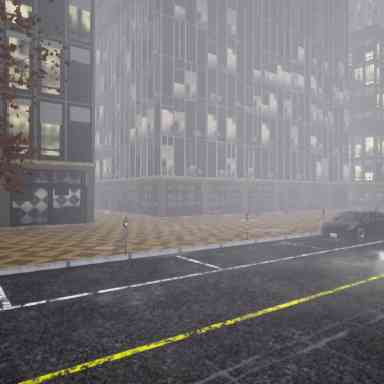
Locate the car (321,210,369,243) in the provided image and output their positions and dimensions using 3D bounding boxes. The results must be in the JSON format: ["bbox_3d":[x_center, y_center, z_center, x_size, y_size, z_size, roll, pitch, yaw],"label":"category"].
[{"bbox_3d":[8.140,1.563,16.226,4.313,1.339,1.947,0,0,-36],"label":"car"}]

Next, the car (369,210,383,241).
[{"bbox_3d":[10.126,1.489,14.466,4.902,1.511,2.128,0,0,-35],"label":"car"}]
